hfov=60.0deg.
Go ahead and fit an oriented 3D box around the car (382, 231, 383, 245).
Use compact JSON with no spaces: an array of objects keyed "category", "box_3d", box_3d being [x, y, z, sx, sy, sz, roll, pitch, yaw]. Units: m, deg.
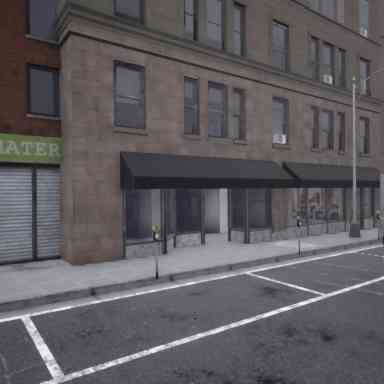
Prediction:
[{"category":"car","box_3d":[9.271,1.540,13.189,4.507,1.381,1.887,0,-1,-36]}]
